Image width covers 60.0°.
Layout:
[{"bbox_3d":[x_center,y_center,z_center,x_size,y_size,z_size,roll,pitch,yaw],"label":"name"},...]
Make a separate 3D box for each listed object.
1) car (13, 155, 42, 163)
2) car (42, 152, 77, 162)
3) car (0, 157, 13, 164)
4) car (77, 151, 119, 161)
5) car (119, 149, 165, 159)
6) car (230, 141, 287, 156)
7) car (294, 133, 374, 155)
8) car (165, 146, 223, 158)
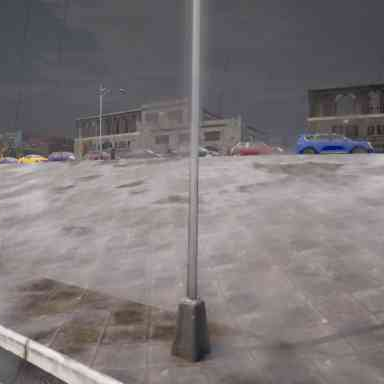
[{"bbox_3d":[-19.043,-3.768,40.533,5.008,1.535,2.097,1,1,32],"label":"car"},{"bbox_3d":[-14.277,-3.792,37.737,4.553,1.767,2.185,1,1,30],"label":"car"},{"bbox_3d":[-23.767,-3.830,43.443,4.674,1.452,2.002,1,1,33],"label":"car"},{"bbox_3d":[-9.273,-3.532,34.957,4.792,1.488,2.163,1,1,29],"label":"car"},{"bbox_3d":[-4.399,-3.420,32.370,4.674,1.452,2.002,1,1,28],"label":"car"},{"bbox_3d":[5.534,-3.361,27.510,4.553,1.767,2.185,1,1,25],"label":"car"},{"bbox_3d":[10.645,-3.342,25.192,5.566,2.045,2.435,2,1,24],"label":"car"},{"bbox_3d":[0.443,-3.358,29.932,4.892,1.521,2.231,1,1,27],"label":"car"}]
